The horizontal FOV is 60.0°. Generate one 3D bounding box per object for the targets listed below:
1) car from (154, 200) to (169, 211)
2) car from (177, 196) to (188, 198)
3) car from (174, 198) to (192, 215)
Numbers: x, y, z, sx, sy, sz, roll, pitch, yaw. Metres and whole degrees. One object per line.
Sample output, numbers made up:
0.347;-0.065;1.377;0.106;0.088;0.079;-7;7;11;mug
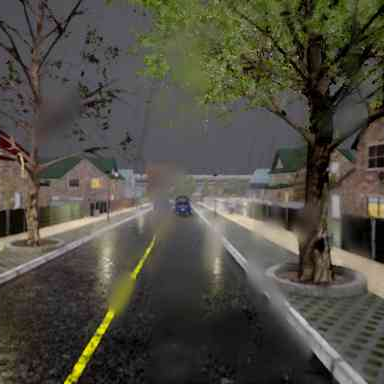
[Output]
-4.254;1.860;46.792;1.882;1.535;5.008;0;-1;-2;car
-1.427;1.627;49.307;2.150;2.045;5.566;0;-1;-1;car
-1.085;1.788;39.072;1.882;1.535;5.008;0;0;-2;car
